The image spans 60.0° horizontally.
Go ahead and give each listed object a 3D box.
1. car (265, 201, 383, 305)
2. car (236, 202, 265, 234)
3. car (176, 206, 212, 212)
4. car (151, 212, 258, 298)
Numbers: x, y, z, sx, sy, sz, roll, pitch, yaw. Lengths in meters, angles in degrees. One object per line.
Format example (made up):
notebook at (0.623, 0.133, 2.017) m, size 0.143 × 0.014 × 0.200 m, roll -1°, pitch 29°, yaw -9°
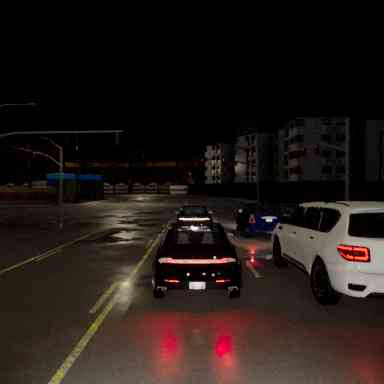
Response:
car at (3.594, 1.220, 8.240) m, size 2.150 × 2.045 × 5.566 m, roll 0°, pitch 0°, yaw 0°
car at (3.609, 1.328, 17.663) m, size 2.097 × 1.767 × 4.553 m, roll 0°, pitch 0°, yaw 0°
car at (0.111, 1.473, 17.940) m, size 2.128 × 1.511 × 4.902 m, roll 0°, pitch 0°, yaw 0°
car at (0.102, 1.499, 8.527) m, size 2.128 × 1.511 × 4.902 m, roll 0°, pitch 0°, yaw 0°
